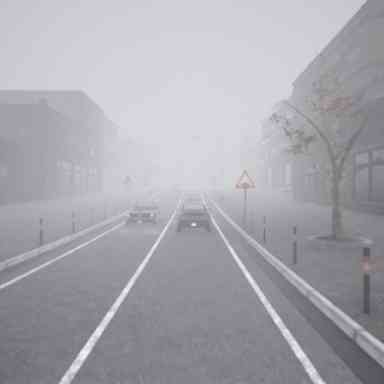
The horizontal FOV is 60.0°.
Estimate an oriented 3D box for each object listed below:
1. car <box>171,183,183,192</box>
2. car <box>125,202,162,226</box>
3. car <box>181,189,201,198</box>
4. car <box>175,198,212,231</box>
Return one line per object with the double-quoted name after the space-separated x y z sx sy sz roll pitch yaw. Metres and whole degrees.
-2.807 -0.903 63.113 2.097 1.767 4.553 0 2 2 "car"
-3.091 1.370 21.771 1.895 1.301 4.718 0 2 -1 "car"
0.099 0.730 37.671 2.033 1.411 5.357 0 3 0 "car"
0.101 1.358 19.460 1.837 1.490 4.892 0 1 0 "car"
